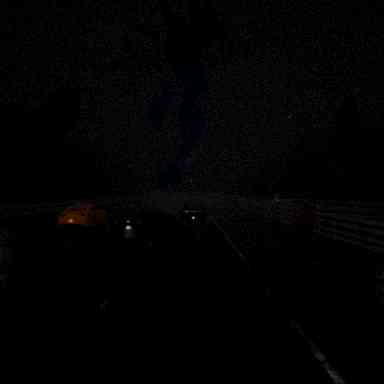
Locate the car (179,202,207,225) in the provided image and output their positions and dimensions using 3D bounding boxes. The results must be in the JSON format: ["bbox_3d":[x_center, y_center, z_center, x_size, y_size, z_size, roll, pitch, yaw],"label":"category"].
[{"bbox_3d":[0.095,1.498,24.429,2.128,1.511,4.902,0,0,0],"label":"car"}]

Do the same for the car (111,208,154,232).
[{"bbox_3d":[-3.404,1.604,20.018,1.895,1.301,4.718,0,0,0],"label":"car"}]

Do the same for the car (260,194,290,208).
[{"bbox_3d":[10.718,1.308,43.235,2.150,2.045,5.566,0,0,-12],"label":"car"}]

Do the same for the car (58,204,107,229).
[{"bbox_3d":[-6.904,1.481,21.424,1.882,1.535,5.008,0,0,0],"label":"car"}]
